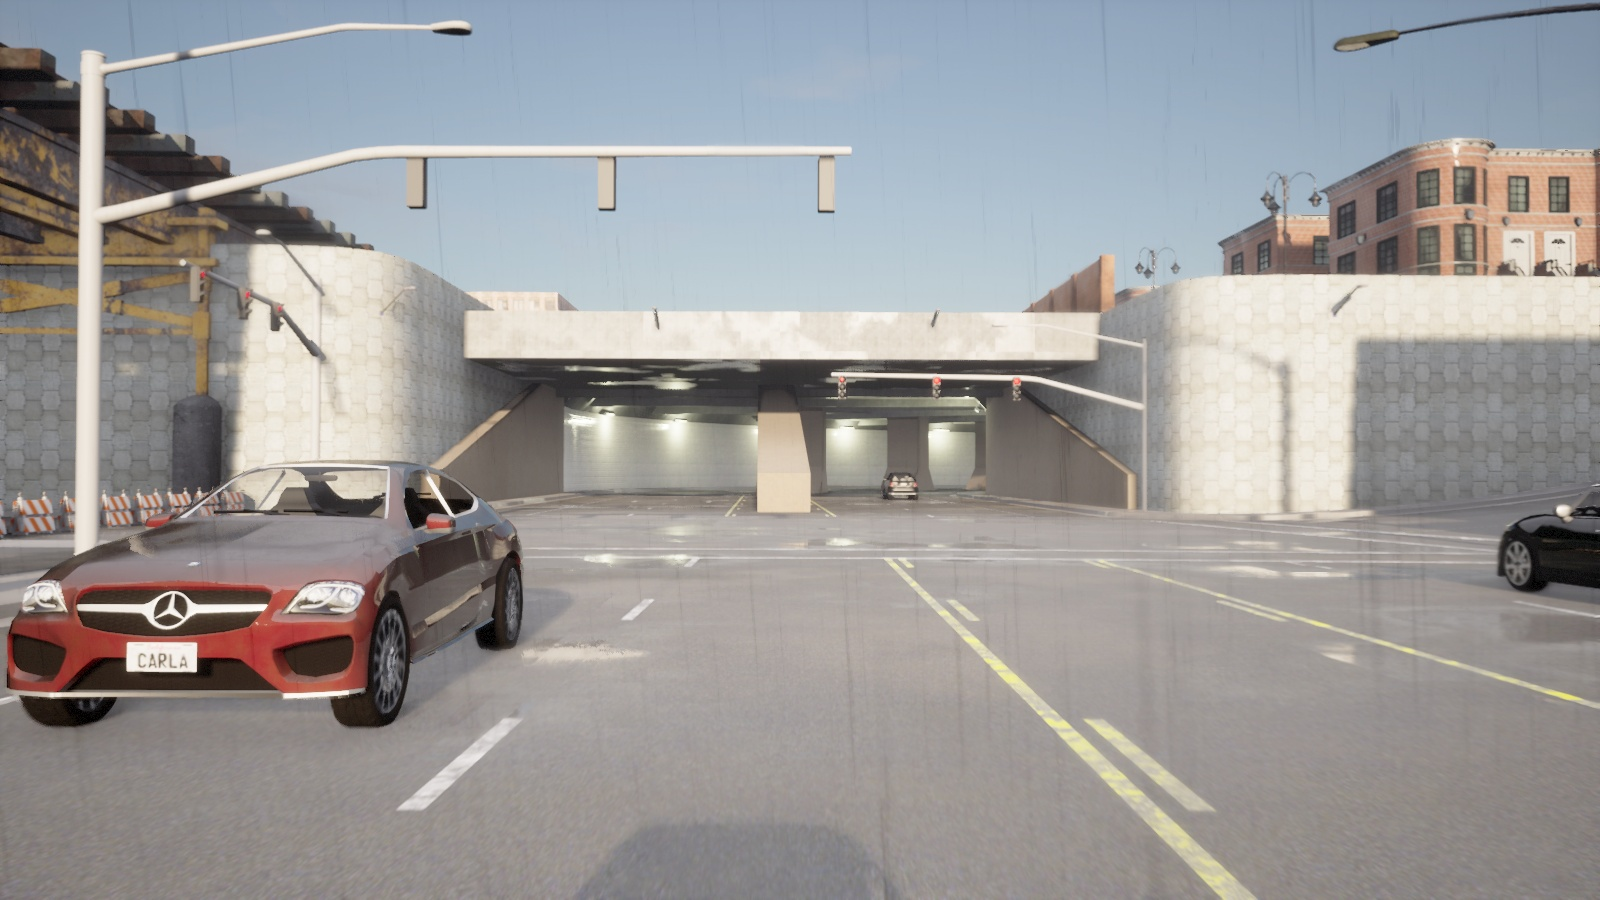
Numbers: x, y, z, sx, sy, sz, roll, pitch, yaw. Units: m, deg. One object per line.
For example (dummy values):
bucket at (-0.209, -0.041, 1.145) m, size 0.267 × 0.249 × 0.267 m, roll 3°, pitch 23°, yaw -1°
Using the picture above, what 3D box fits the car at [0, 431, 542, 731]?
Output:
car at (-3.529, 0.766, 9.456) m, size 2.152 × 1.651 × 5.027 m, roll 0°, pitch -1°, yaw 0°

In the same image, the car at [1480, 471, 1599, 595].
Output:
car at (10.481, 0.999, 15.563) m, size 1.970 × 1.475 × 3.806 m, roll 0°, pitch -1°, yaw -1°

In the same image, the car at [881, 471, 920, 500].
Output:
car at (5.606, 1.949, 70.279) m, size 1.789 × 1.549 × 3.705 m, roll 0°, pitch -1°, yaw -2°
